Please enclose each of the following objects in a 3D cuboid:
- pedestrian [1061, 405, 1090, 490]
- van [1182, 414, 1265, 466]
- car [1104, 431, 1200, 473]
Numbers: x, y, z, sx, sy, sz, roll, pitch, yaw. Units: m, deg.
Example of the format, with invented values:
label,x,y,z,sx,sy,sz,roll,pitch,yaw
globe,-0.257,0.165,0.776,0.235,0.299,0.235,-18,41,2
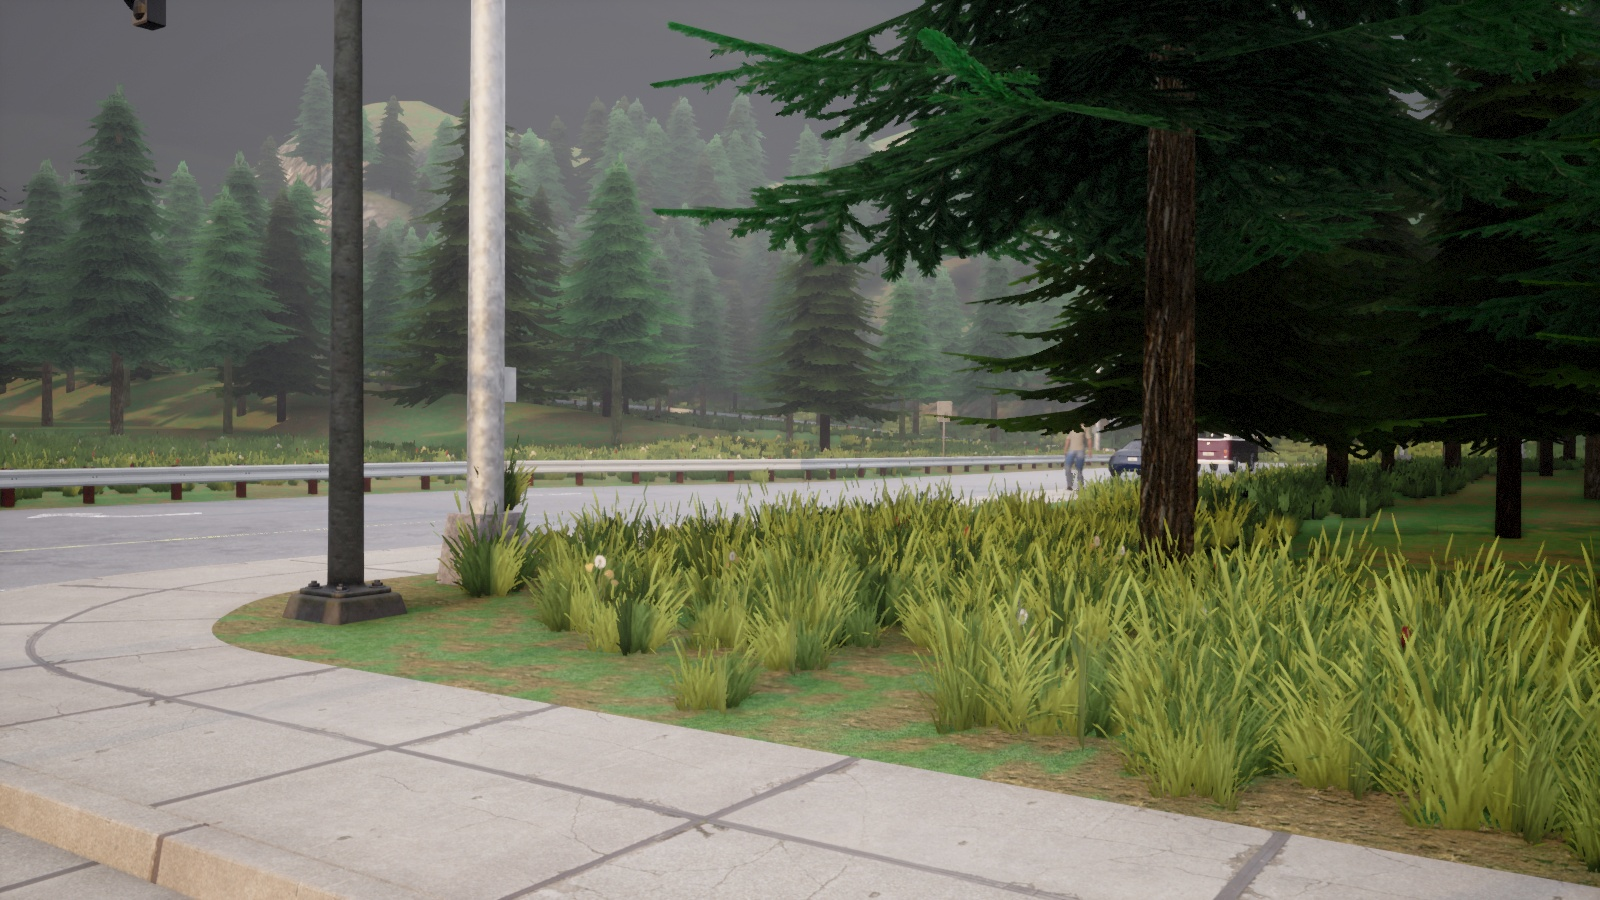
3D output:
label,x,y,z,sx,sy,sz,roll,pitch,yaw
pedestrian,6.034,-0.063,27.470,0.354,1.836,0.706,0,1,36
van,17.456,-0.436,51.694,2.069,2.038,4.480,0,1,35
car,12.544,0.046,44.617,1.994,1.385,4.181,0,1,35
